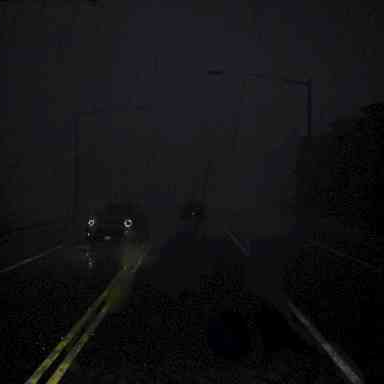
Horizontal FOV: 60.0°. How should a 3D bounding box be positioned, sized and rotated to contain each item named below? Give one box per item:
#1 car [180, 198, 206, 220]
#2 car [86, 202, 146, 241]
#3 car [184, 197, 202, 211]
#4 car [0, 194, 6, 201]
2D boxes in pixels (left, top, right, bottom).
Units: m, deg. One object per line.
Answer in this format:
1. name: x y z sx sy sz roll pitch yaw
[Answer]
1. car: 0.102 1.358 26.619 2.128 1.511 4.902 0 0 0
2. car: -3.499 1.312 16.018 2.097 1.767 4.553 0 0 0
3. car: 0.100 1.371 38.728 1.994 1.385 4.181 0 0 0
4. car: -45.989 1.412 76.766 3.806 1.475 1.970 -1 0 -1
